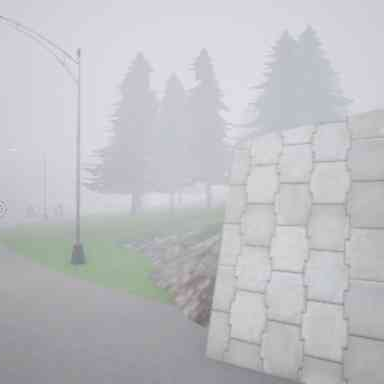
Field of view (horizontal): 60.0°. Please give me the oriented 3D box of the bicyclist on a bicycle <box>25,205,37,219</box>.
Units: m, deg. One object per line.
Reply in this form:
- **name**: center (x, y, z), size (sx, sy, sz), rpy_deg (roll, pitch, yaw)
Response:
- **bicyclist on a bicycle**: center (-18.196, 2.239, 37.595), size (0.582, 1.620, 1.656), rpy_deg (-1, -2, 25)

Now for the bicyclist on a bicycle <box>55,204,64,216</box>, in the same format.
- **bicyclist on a bicycle**: center (-17.285, 2.324, 43.361), size (1.656, 1.620, 0.582), rpy_deg (-4, -2, 30)

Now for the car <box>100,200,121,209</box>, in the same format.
- **car**: center (-16.678, 2.442, 68.320), size (2.097, 1.767, 4.553), rpy_deg (-1, 0, 29)

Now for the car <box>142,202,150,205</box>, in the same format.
- **car**: center (-11.761, 2.277, 77.231), size (2.097, 1.767, 4.553), rpy_deg (-1, 1, 30)
